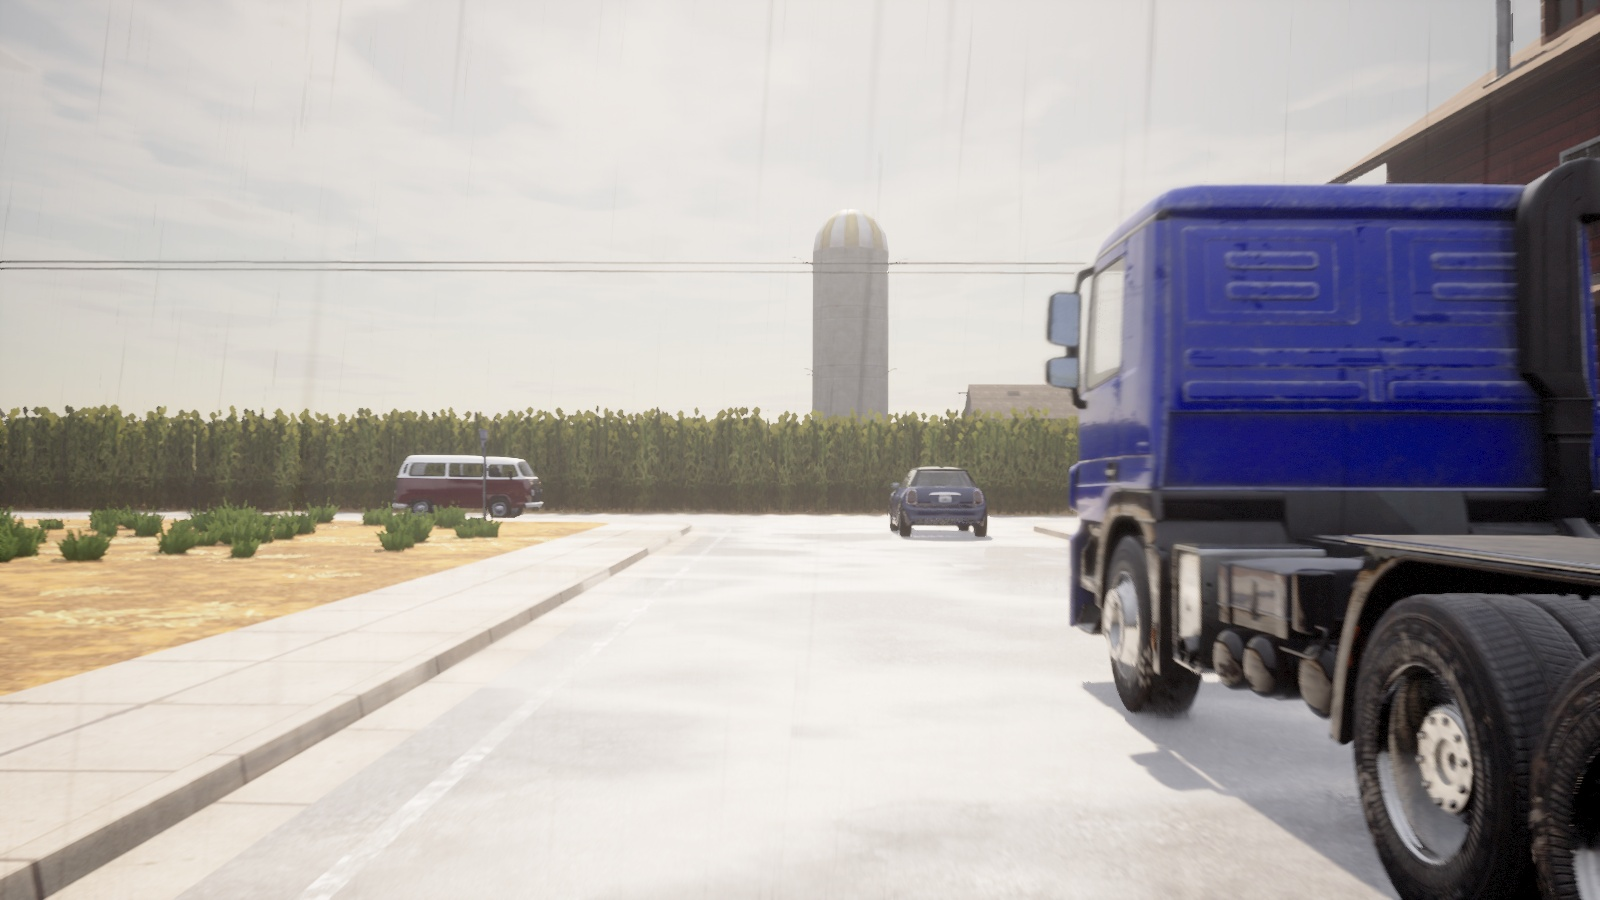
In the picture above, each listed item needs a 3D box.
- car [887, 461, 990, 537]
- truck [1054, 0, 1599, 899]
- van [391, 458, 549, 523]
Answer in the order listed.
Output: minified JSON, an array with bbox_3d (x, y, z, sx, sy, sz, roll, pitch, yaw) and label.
[{"bbox_3d":[3.422,1.193,31.865,2.097,1.767,4.553,0,-1,0],"label":"car"},{"bbox_3d":[3.482,-0.081,5.998,2.891,3.462,7.936,0,-1,0],"label":"truck"},{"bbox_3d":[-10.481,1.276,40.127,4.480,2.038,2.069,0,-1,1],"label":"van"}]
